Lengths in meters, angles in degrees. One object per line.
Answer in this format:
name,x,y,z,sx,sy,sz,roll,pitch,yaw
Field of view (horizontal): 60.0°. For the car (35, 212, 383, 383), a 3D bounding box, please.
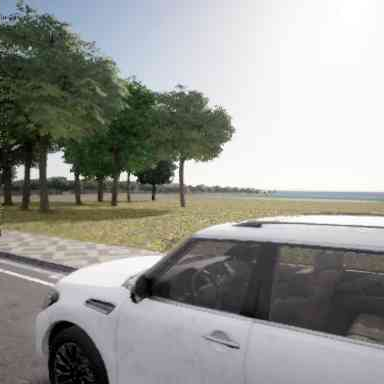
car,0.881,1.218,3.054,5.566,2.045,2.150,0,0,36
